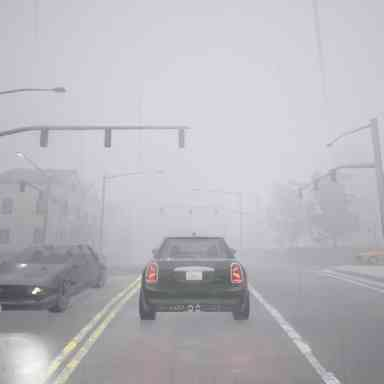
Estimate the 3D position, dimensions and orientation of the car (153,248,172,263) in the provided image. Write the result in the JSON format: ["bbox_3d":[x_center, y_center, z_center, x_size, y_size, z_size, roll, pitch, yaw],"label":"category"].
[{"bbox_3d":[-3.712,8.179,42.802,2.097,1.767,4.553,0,-11,0],"label":"car"}]

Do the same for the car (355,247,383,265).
[{"bbox_3d":[16.425,5.358,28.074,5.008,1.535,1.882,0,-11,1],"label":"car"}]

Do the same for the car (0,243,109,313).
[{"bbox_3d":[-3.621,2.063,8.771,2.033,1.411,5.357,0,-7,0],"label":"car"}]

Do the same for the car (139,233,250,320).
[{"bbox_3d":[0.049,1.805,8.216,2.097,1.767,4.553,0,-7,0],"label":"car"}]
